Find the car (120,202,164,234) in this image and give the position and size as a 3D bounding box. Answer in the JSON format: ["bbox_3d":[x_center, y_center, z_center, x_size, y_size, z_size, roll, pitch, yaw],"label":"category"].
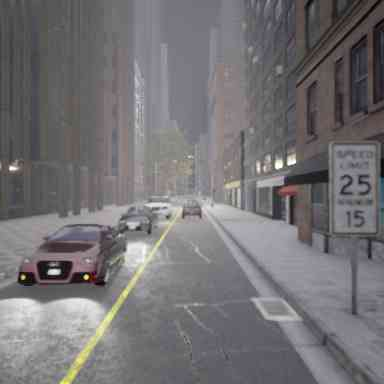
[{"bbox_3d":[-3.091,1.592,19.875,2.128,1.511,4.902,0,0,0],"label":"car"}]

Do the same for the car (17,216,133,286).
[{"bbox_3d":[-3.101,1.613,9.449,1.994,1.385,4.181,0,0,0],"label":"car"}]

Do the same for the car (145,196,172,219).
[{"bbox_3d":[-3.038,1.378,30.888,2.150,2.045,5.566,0,-1,1],"label":"car"}]

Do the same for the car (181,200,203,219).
[{"bbox_3d":[0.005,1.648,31.200,2.128,1.511,4.902,0,0,0],"label":"car"}]

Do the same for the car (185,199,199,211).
[{"bbox_3d":[0.035,1.742,44.634,1.812,1.442,4.674,0,0,1],"label":"car"}]
